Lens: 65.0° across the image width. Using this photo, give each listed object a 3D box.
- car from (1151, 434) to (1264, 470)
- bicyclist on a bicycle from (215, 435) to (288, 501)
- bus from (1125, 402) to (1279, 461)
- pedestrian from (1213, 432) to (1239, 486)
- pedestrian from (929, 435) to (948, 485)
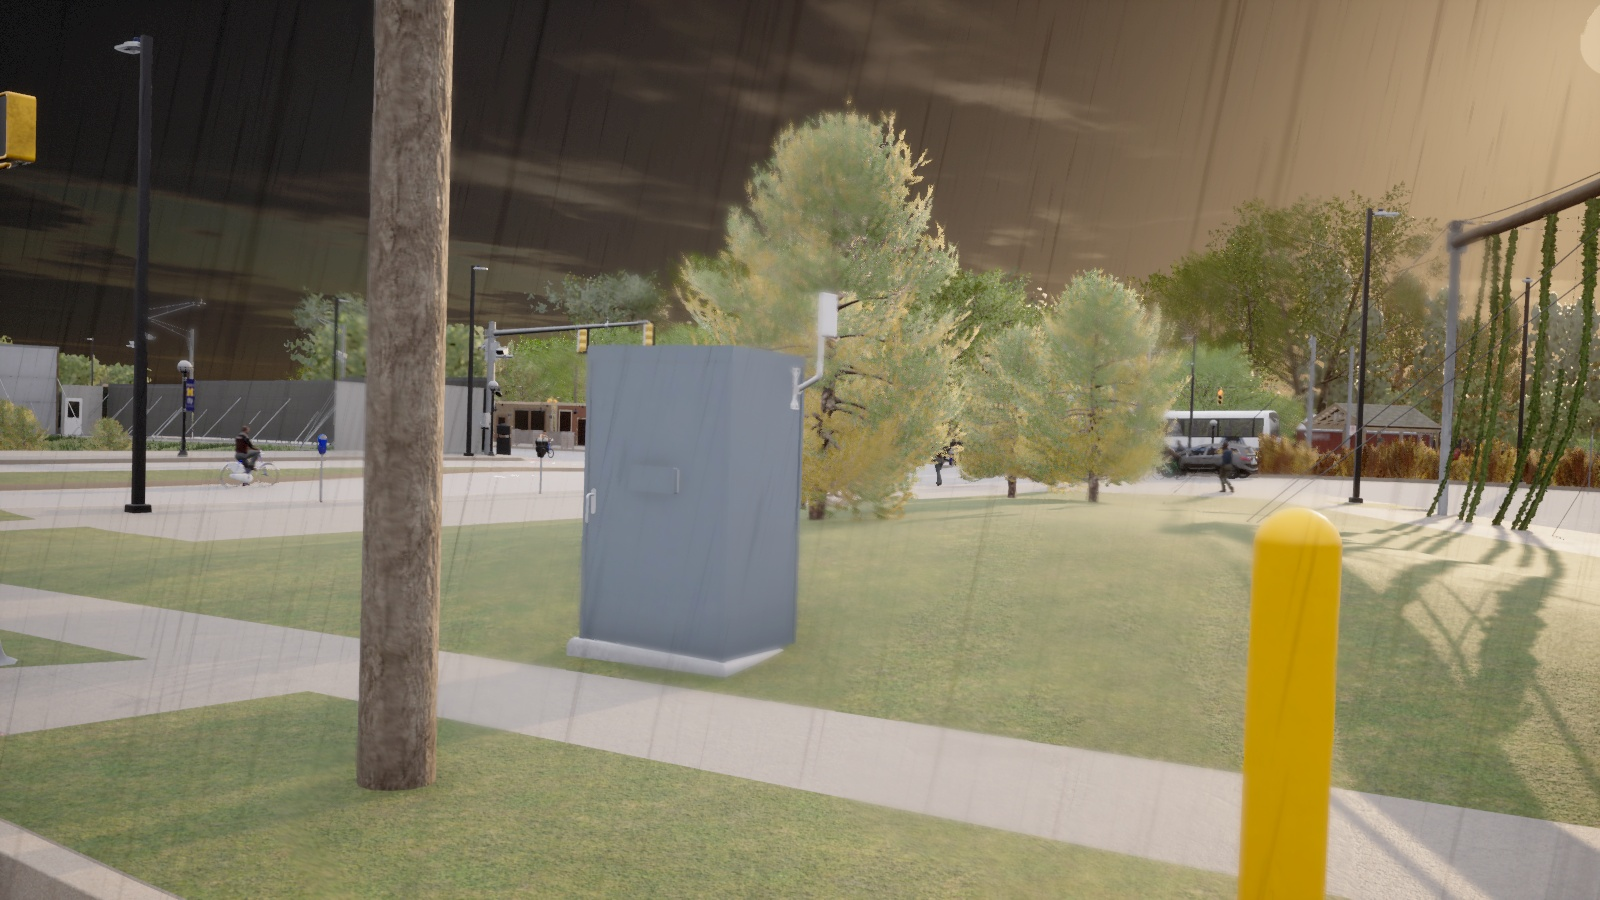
[{"bbox_3d":[19.302,0.091,59.530,4.611,1.667,2.242,0,1,34],"label":"car"},{"bbox_3d":[-15.405,0.486,35.329,0.659,1.776,1.843,1,2,30],"label":"bicyclist on a bicycle"},{"bbox_3d":[29.917,-1.316,93.706,10.273,4.253,3.944,0,1,35],"label":"bus"},{"bbox_3d":[14.734,0.293,43.420,0.370,1.835,0.726,0,2,-37],"label":"pedestrian"},{"bbox_3d":[5.481,0.384,49.789,0.402,1.930,0.666,0,2,-28],"label":"pedestrian"}]
